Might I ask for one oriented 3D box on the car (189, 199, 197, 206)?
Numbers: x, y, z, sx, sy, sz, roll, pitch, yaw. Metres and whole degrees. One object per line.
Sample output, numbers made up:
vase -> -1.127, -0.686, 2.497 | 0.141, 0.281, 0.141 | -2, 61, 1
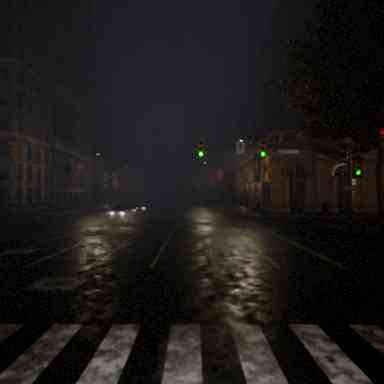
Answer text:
car -> 0.225, 2.315, 73.801 | 2.128, 1.511, 4.902 | 0, -1, 1

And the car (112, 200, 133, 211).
car -> -10.560, 2.185, 49.854 | 1.895, 1.301, 4.718 | 0, -1, 0

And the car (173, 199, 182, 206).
car -> -3.275, 2.315, 73.838 | 2.128, 1.511, 4.902 | 0, -1, 1

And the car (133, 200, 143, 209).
car -> -10.491, 2.168, 58.939 | 1.882, 1.535, 5.008 | 0, -1, 1

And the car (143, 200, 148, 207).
car -> -10.327, 2.406, 69.218 | 1.895, 1.301, 4.718 | 0, -1, 1
